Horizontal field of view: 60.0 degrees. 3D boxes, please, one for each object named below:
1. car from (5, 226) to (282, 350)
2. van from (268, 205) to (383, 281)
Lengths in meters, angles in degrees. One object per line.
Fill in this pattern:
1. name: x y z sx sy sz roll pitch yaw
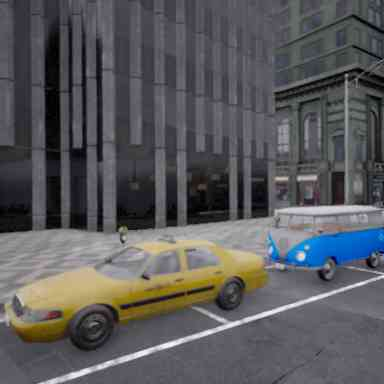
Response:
1. car: -0.675 1.509 6.167 4.829 1.417 1.752 0 0 -35
2. van: 3.870 1.294 9.407 3.998 1.788 1.690 0 0 -35
